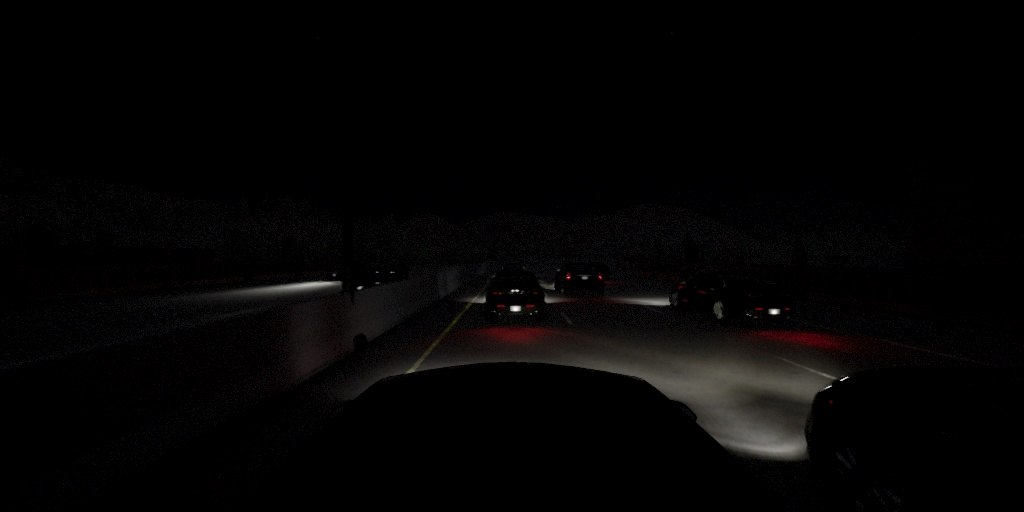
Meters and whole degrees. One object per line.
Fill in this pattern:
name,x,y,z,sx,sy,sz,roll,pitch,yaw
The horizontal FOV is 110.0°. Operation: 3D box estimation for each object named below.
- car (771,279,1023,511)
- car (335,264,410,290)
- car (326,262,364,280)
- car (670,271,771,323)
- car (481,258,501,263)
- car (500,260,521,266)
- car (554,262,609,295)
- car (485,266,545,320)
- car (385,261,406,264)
car,3.599,1.102,1.225,2.097,1.767,4.553,0,0,0
car,-7.089,1.314,18.753,1.994,1.385,4.181,0,0,0
car,-14.025,1.241,30.827,2.128,1.511,4.902,0,0,1
car,7.102,1.256,12.127,1.837,1.490,4.892,0,0,0
car,-3.104,1.299,61.701,2.033,1.411,5.357,0,0,16
car,0.112,1.298,30.832,2.033,1.411,5.357,0,0,0
car,3.602,1.103,19.853,2.097,1.767,4.553,0,0,0
car,0.101,1.255,12.683,1.837,1.490,4.892,0,0,0
car,-10.513,1.255,31.984,1.837,1.490,4.892,0,0,1
